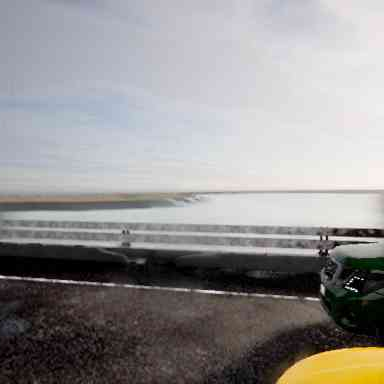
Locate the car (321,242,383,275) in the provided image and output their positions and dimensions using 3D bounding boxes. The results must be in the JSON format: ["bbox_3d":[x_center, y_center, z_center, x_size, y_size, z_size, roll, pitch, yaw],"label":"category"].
[{"bbox_3d":[4.809,1.225,4.746,5.566,2.045,2.150,0,0,13],"label":"car"}]

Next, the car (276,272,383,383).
[{"bbox_3d":[2.894,1.481,1.596,5.008,1.535,1.882,-1,0,13],"label":"car"}]
